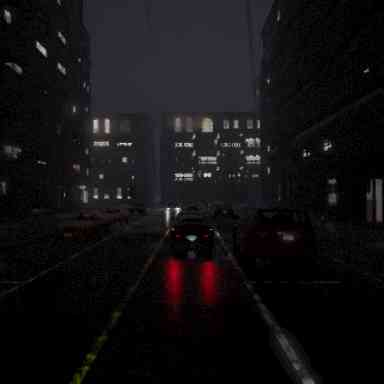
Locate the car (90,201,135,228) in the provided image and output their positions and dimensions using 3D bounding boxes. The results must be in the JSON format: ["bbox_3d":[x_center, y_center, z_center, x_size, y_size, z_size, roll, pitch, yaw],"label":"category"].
[{"bbox_3d":[-5.286,1.537,22.226,1.752,1.417,4.829,1,0,0],"label":"car"}]

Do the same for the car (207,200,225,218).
[{"bbox_3d":[2.574,1.585,27.986,1.947,1.339,4.313,1,0,0],"label":"car"}]

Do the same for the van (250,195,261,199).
[{"bbox_3d":[13.082,1.382,64.253,3.998,1.788,1.690,0,0,0],"label":"van"}]

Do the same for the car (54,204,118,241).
[{"bbox_3d":[-5.295,1.531,16.663,1.752,1.417,4.829,1,0,0],"label":"car"}]

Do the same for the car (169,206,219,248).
[{"bbox_3d":[0.000,1.538,14.651,1.812,1.442,4.674,0,0,0],"label":"car"}]

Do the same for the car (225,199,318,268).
[{"bbox_3d":[2.577,1.317,11.296,2.192,1.841,5.009,1,0,0],"label":"car"}]

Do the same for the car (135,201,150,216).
[{"bbox_3d":[-5.274,1.594,33.526,1.947,1.339,4.313,1,0,0],"label":"car"}]

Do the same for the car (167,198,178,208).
[{"bbox_3d":[-2.750,1.622,49.925,1.837,1.490,4.892,0,0,0],"label":"car"}]

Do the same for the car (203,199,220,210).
[{"bbox_3d":[2.573,1.616,44.678,1.947,1.339,4.313,1,0,0],"label":"car"}]

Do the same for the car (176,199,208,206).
[{"bbox_3d":[0.000,1.518,29.653,2.128,1.511,4.902,0,0,0],"label":"car"}]

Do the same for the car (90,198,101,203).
[{"bbox_3d":[-19.702,1.801,64.206,4.403,1.369,2.008,0,0,0],"label":"car"}]
